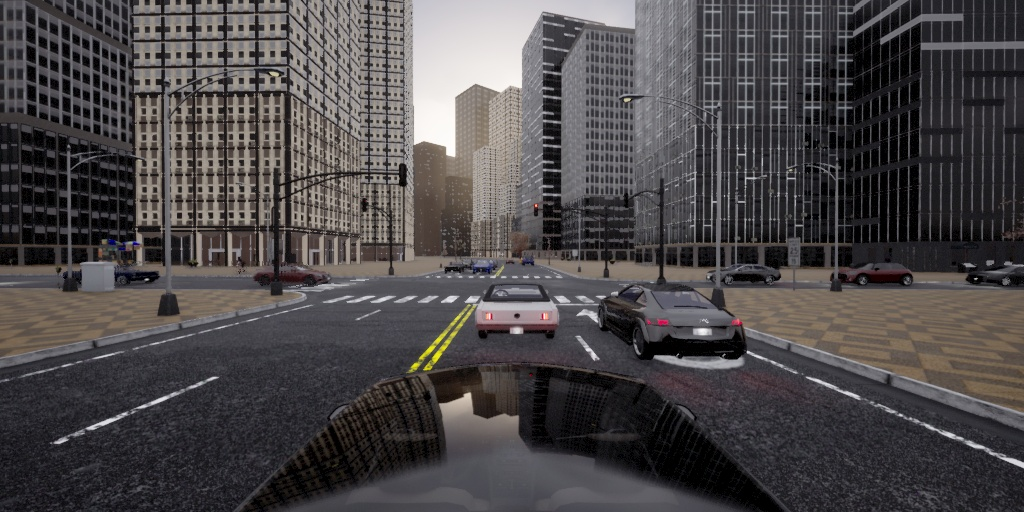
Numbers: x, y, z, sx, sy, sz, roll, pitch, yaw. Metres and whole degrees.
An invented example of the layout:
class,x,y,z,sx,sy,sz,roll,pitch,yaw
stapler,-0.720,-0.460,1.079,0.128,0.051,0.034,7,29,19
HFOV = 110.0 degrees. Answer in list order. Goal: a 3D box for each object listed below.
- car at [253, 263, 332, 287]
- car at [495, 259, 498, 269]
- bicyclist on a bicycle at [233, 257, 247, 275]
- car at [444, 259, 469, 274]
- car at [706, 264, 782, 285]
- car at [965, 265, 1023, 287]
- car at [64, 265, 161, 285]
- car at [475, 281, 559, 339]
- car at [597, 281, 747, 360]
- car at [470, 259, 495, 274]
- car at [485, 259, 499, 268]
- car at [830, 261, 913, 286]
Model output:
class,x,y,z,sx,sy,sz,roll,pitch,yaw
car,-14.468,1.216,23.720,4.674,1.442,1.812,0,0,-1
car,-3.282,1.230,50.032,1.812,1.442,4.674,0,0,0
bicyclist on a bicycle,-24.665,0.872,32.554,0.582,1.620,1.656,0,1,1
car,-6.547,1.321,41.361,1.895,1.301,4.718,0,0,0
car,16.849,1.302,26.211,4.902,1.511,2.128,0,0,1
car,35.852,1.402,25.778,4.892,1.490,1.837,0,0,1
car,-26.454,1.237,23.870,4.718,1.301,1.895,0,0,1
car,0.111,1.348,10.078,1.895,1.301,4.718,0,0,0
car,3.364,1.312,8.361,1.994,1.385,4.181,0,0,0
car,-3.296,1.199,40.688,1.882,1.535,5.008,0,0,0
car,-3.271,1.231,60.410,2.033,1.411,5.357,0,0,0
car,25.932,1.204,26.004,4.553,1.767,2.097,0,0,1
